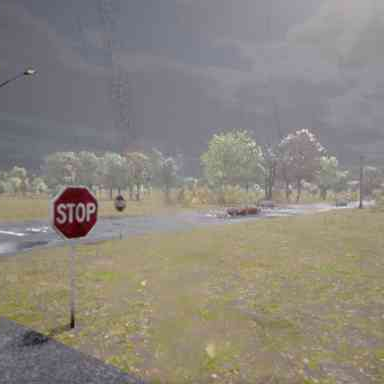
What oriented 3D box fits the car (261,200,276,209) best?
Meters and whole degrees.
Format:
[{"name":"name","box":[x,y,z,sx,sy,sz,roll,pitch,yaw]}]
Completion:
[{"name":"car","box":[13.164,2.197,58.860,2.033,1.411,5.357,1,0,36]}]

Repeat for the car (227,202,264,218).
[{"name":"car","box":[5.816,2.064,36.775,1.895,1.301,4.718,1,0,36]}]

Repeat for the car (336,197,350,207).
[{"name":"car","box":[34.331,2.555,76.159,2.128,1.511,4.902,1,0,36]}]
